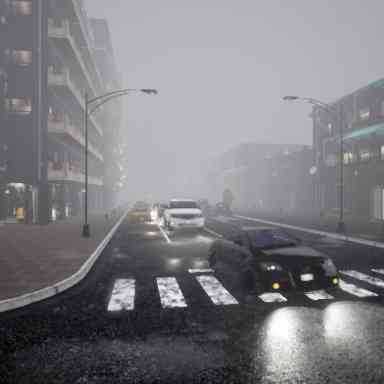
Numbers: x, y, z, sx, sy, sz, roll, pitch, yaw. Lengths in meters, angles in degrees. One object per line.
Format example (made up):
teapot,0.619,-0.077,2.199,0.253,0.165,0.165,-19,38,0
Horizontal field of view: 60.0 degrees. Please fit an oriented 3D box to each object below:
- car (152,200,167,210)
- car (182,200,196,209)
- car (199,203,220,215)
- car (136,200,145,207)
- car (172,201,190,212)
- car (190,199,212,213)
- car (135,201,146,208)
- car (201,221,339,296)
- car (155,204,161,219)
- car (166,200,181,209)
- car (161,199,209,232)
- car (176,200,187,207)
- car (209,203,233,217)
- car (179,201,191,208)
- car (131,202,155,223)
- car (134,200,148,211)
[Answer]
car,-4.902,1.911,49.837,1.895,1.301,4.718,0,-1,-9
car,-0.577,2.236,58.827,1.752,1.417,4.829,-1,-1,-9
car,2.118,2.085,41.837,1.802,1.307,4.206,-1,-1,-9
car,-10.610,2.372,68.587,1.887,1.381,4.507,-1,-1,-9
car,-1.735,2.089,49.659,2.128,1.511,4.902,0,-1,-9
car,1.226,1.887,47.447,2.192,1.841,5.009,-1,-1,-9
car,-9.720,2.324,62.980,1.947,1.339,4.313,-1,-1,-9
car,1.881,1.652,8.890,1.994,1.385,4.181,0,-1,-15
car,-2.584,1.891,34.672,1.882,1.535,5.008,0,-1,-9
car,-3.353,2.213,59.828,2.128,1.511,4.902,0,-1,-9
car,-0.659,1.490,22.446,2.150,2.045,5.566,0,-1,-9
car,-2.329,2.429,69.872,1.802,1.307,4.206,-1,-1,-9
car,3.027,1.875,36.237,1.967,1.590,4.097,-1,-1,-9
car,-1.439,2.360,64.265,1.802,1.307,4.206,-1,-1,-9
car,-4.432,1.870,29.160,1.752,1.417,4.829,-1,-1,-9
car,-7.949,2.060,51.767,1.967,1.590,4.097,-1,-1,-9
